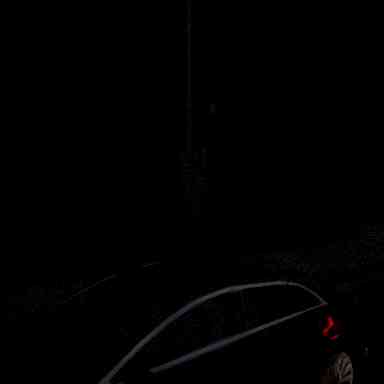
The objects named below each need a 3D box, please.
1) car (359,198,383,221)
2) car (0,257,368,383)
[{"bbox_3d":[13.259,1.227,23.293,2.097,1.767,4.553,0,1,-36],"label":"car"},{"bbox_3d":[-0.228,1.492,3.205,4.902,1.511,2.128,0,0,-35],"label":"car"}]
